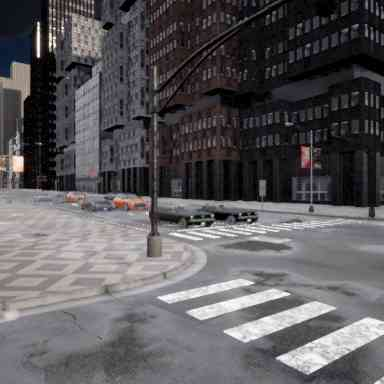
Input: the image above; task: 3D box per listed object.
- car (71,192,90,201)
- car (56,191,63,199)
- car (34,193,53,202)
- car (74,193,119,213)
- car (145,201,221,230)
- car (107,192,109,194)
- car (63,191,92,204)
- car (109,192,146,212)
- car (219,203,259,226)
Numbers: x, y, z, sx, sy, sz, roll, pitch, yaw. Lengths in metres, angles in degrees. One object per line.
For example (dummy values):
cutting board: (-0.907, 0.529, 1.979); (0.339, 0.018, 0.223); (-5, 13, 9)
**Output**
car: (-19.268, 0.706, 57.234); (1.812, 1.442, 4.674); (0, 1, -35)
car: (-25.076, 0.571, 65.293); (2.033, 1.411, 5.357); (0, 1, -36)
car: (-22.522, 0.846, 50.441); (1.895, 1.301, 4.718); (0, 1, -35)
car: (-9.289, 1.131, 31.919); (2.033, 1.411, 5.357); (0, 1, -36)
car: (-0.676, 1.392, 19.960); (1.895, 1.301, 4.718); (0, 1, -36)
car: (-12.991, 0.763, 54.077); (2.128, 1.511, 4.902); (0, 1, -36)
car: (-16.379, 0.684, 47.384); (2.097, 1.767, 4.553); (0, 1, -35)
car: (-6.186, 0.942, 33.176); (2.097, 1.767, 4.553); (0, 1, -36)
car: (2.094, 1.388, 21.900); (1.895, 1.301, 4.718); (0, 1, -39)
